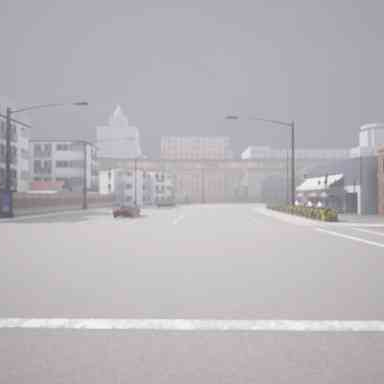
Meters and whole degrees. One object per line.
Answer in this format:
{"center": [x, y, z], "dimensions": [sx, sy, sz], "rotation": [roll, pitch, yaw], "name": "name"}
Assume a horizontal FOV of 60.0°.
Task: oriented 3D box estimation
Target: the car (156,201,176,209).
{"center": [-4.618, 2.200, 58.839], "dimensions": [1.895, 1.301, 4.718], "rotation": [0, -1, 21], "name": "car"}

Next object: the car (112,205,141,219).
{"center": [-6.477, 1.932, 33.260], "dimensions": [1.895, 1.301, 4.718], "rotation": [0, -1, 3], "name": "car"}
